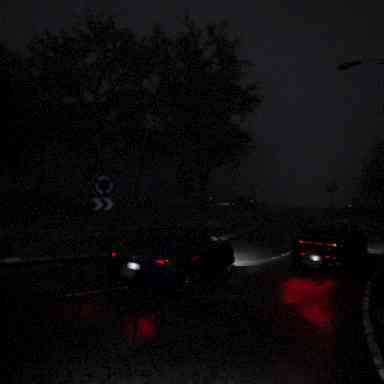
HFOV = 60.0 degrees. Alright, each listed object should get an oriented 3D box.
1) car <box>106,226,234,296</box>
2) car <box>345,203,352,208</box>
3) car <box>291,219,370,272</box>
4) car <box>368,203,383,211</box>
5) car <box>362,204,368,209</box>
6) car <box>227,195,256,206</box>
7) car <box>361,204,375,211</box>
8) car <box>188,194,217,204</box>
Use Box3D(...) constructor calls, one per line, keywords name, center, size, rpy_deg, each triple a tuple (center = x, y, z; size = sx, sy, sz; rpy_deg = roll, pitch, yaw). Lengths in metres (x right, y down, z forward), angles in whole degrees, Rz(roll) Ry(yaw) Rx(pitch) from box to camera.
Box3D(name="car", center=(-0.356, 1.632, 9.141), size=(1.994, 1.385, 4.181), rpy_deg=(2, 0, 28))
Box3D(name="car", center=(33.587, 3.115, 69.693), size=(1.837, 1.490, 4.892), rpy_deg=(2, -2, 42))
Box3D(name="car", center=(5.042, 1.726, 11.920), size=(1.837, 1.490, 4.892), rpy_deg=(1, 0, 34))
Box3D(name="car", center=(33.057, 2.676, 56.018), size=(4.892, 1.521, 2.231), rpy_deg=(2, -2, 42))
Box3D(name="car", center=(35.995, 3.181, 67.512), size=(1.882, 1.535, 5.008), rpy_deg=(2, -2, 42))
Box3D(name="car", center=(6.517, 1.051, 44.236), size=(1.994, 1.385, 4.181), rpy_deg=(0, 2, -34))
Box3D(name="car", center=(41.708, 3.772, 78.671), size=(1.812, 1.442, 4.674), rpy_deg=(2, -2, 42))
Box3D(name="car", center=(1.456, 0.906, 45.651), size=(1.812, 1.442, 4.674), rpy_deg=(0, 2, -42))
